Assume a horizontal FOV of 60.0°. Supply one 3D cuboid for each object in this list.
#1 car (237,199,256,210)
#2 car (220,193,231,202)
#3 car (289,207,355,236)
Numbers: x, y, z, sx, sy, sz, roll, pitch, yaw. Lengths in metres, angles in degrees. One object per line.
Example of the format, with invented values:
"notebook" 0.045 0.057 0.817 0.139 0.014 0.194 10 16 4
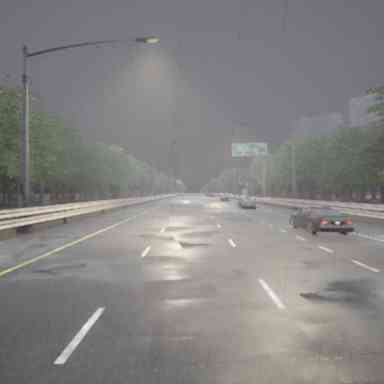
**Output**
"car" 7.119 1.559 43.779 1.994 1.385 4.181 0 0 0
"car" 7.296 1.483 74.953 1.812 1.442 4.674 0 0 0
"car" 7.024 1.549 18.552 2.033 1.411 5.357 0 0 0
